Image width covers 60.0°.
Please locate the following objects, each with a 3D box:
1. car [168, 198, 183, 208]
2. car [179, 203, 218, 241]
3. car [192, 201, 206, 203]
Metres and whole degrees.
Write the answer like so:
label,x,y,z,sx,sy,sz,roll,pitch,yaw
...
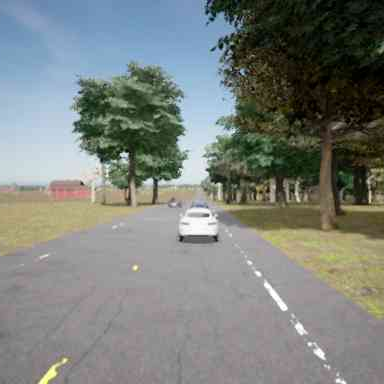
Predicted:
label,x,y,z,sx,sy,sz,roll,pitch,yaw
car,-2.474,1.539,48.629,1.812,1.442,4.674,0,0,1
car,0.327,1.518,16.636,1.812,1.442,4.674,0,0,1
car,0.807,1.583,36.372,1.895,1.301,4.718,0,0,2
